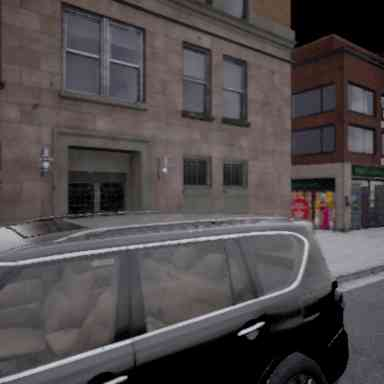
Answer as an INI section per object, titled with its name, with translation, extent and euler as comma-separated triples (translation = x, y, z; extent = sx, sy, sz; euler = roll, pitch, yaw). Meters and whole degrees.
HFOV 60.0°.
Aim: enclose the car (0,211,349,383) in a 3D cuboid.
[car]
translation = -0.994, 1.234, 2.660
extent = 5.566, 2.045, 2.150
euler = 0, 0, -36
